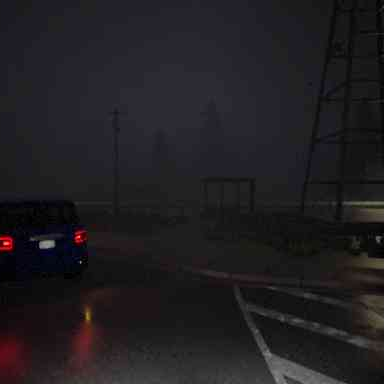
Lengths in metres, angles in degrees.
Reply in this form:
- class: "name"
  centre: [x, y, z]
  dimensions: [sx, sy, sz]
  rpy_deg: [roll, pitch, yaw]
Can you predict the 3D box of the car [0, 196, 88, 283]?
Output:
- class: "car"
  centre: [-4.688, 1.105, 8.687]
  dimensions: [2.150, 2.045, 5.566]
  rpy_deg: [0, 1, -42]
